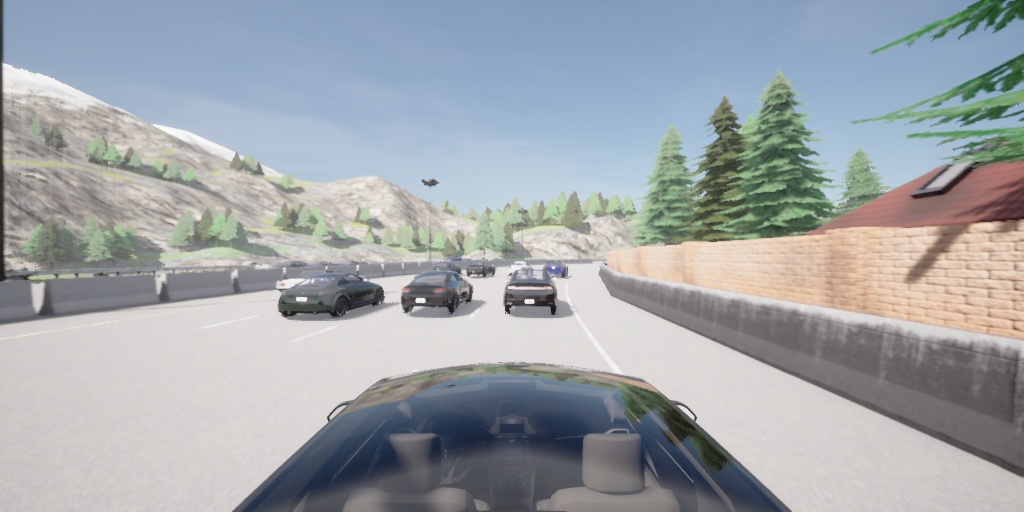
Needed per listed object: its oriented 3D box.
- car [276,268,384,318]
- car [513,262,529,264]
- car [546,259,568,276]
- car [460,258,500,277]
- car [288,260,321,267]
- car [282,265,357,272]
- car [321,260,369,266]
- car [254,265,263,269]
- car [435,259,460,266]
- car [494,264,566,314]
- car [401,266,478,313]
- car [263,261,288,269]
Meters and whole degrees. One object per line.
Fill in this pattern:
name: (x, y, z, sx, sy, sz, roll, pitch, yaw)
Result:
car: (-6.318, 1.297, 13.027, 1.994, 1.385, 4.181, 0, 0, 4)
car: (0.935, 1.277, 36.075, 1.812, 1.442, 4.674, 0, 0, 13)
car: (4.305, 1.113, 35.005, 2.097, 1.767, 4.553, 0, 0, 13)
car: (-2.945, 1.233, 34.815, 2.128, 1.511, 4.902, 0, 0, 13)
car: (-20.386, 1.241, 38.010, 2.033, 1.411, 5.357, 0, 0, 13)
car: (-9.361, 1.325, 18.192, 1.895, 1.301, 4.718, 0, 0, 6)
car: (-16.896, 1.196, 37.367, 2.128, 1.511, 4.902, 0, 0, 13)
car: (-26.809, 1.277, 41.163, 1.895, 1.301, 4.718, 0, 0, 13)
car: (-6.445, 1.296, 35.188, 1.994, 1.385, 4.181, 0, 0, 13)
car: (0.762, 1.243, 13.889, 2.128, 1.511, 4.902, 0, 0, 5)
car: (-2.752, 1.268, 13.835, 1.812, 1.442, 4.674, 0, 0, 5)
car: (-23.781, 1.210, 38.648, 1.812, 1.442, 4.674, 0, 0, 13)
